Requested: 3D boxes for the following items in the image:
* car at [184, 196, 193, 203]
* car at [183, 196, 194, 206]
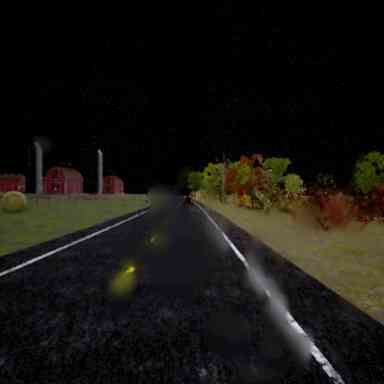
[{"bbox_3d":[-0.859,1.615,71.033,1.812,1.442,4.674,0,0,-1],"label":"car"},{"bbox_3d":[-0.637,1.712,60.990,1.812,1.442,4.674,0,0,-1],"label":"car"}]
